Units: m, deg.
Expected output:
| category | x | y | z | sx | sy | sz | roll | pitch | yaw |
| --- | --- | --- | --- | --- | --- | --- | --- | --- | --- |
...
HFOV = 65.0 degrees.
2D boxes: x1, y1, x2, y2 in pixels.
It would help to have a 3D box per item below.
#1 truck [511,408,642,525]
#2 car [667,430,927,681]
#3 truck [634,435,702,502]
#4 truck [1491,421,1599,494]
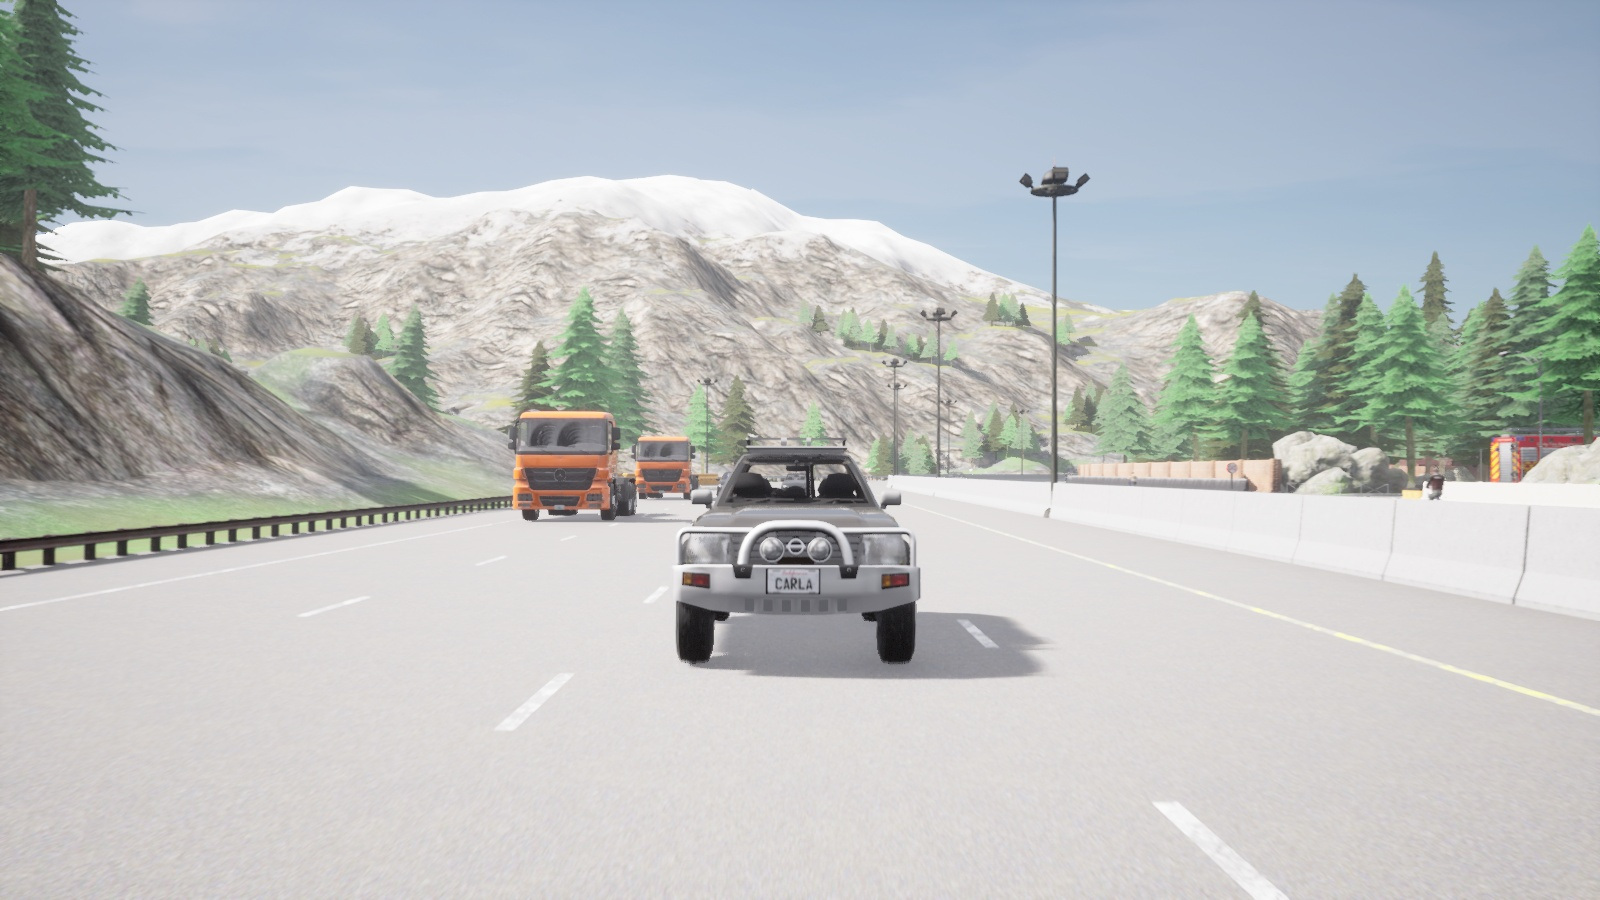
| category | x | y | z | sx | sy | sz | roll | pitch | yaw |
| --- | --- | --- | --- | --- | --- | --- | --- | --- | --- |
| truck | -7.104 | 0.548 | 41.063 | 2.891 | 3.462 | 7.936 | 0 | -1 | 0 |
| car | -0.029 | 0.826 | 11.636 | 1.932 | 1.855 | 4.605 | 0 | -1 | 0 |
| truck | -7.171 | 1.018 | 69.090 | 2.891 | 3.462 | 7.936 | 0 | -1 | 0 |
| truck | 42.100 | 0.412 | 67.301 | 8.468 | 3.827 | 2.891 | 0 | -1 | 0 |
